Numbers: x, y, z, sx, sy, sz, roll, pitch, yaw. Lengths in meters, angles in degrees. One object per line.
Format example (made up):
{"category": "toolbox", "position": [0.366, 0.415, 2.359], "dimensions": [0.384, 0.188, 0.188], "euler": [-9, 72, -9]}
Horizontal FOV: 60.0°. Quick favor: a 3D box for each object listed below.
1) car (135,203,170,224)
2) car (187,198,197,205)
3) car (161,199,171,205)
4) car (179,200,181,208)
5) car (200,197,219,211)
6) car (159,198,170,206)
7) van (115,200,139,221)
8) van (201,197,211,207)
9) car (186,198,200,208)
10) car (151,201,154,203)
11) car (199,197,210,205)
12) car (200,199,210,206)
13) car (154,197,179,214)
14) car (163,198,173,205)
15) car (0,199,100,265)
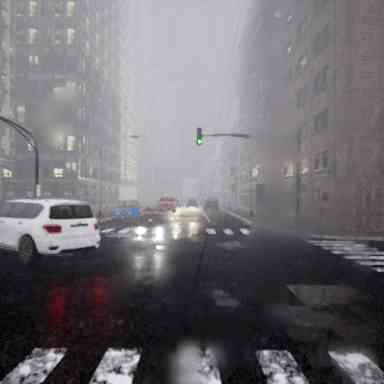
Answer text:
{"category": "car", "position": [-3.101, 1.836, 27.211], "dimensions": [1.895, 1.301, 4.718], "euler": [0, 0, 0]}
{"category": "car", "position": [-0.015, 1.956, 69.187], "dimensions": [1.882, 1.535, 5.008], "euler": [0, -1, 0]}
{"category": "car", "position": [-5.709, 2.183, 73.919], "dimensions": [1.752, 1.417, 4.829], "euler": [0, -1, 0]}
{"category": "car", "position": [-3.029, 1.874, 59.255], "dimensions": [2.097, 1.767, 4.553], "euler": [0, 0, 0]}
{"category": "car", "position": [2.678, 1.721, 46.341], "dimensions": [2.192, 1.841, 5.009], "euler": [0, -1, 0]}
{"category": "car", "position": [-5.708, 2.047, 68.539], "dimensions": [1.967, 1.590, 4.097], "euler": [0, -1, 0]}
{"category": "van", "position": [-5.698, 1.598, 29.685], "dimensions": [1.690, 1.788, 3.998], "euler": [0, -1, 0]}
{"category": "van", "position": [2.674, 1.898, 62.993], "dimensions": [1.690, 1.788, 3.998], "euler": [0, -1, 0]}
{"category": "car", "position": [-0.011, 1.996, 58.764], "dimensions": [1.882, 1.535, 5.008], "euler": [0, -1, 0]}
{"category": "car", "position": [-5.704, 1.979, 51.717], "dimensions": [1.752, 1.417, 4.829], "euler": [0, -1, 0]}
{"category": "car", "position": [2.671, 1.974, 74.094], "dimensions": [2.192, 1.841, 5.009], "euler": [0, -1, 0]}
{"category": "car", "position": [2.673, 2.159, 68.541], "dimensions": [2.008, 1.369, 4.403], "euler": [0, -1, 0]}
{"category": "car", "position": [-3.089, 1.584, 41.369], "dimensions": [2.150, 2.045, 5.566], "euler": [0, -1, 0]}
{"category": "car", "position": [-5.710, 2.261, 79.640], "dimensions": [2.008, 1.369, 4.403], "euler": [0, -1, 0]}
{"category": "car", "position": [-5.736, 1.245, 12.005], "dimensions": [5.566, 2.045, 2.150], "euler": [1, -1, 35]}
